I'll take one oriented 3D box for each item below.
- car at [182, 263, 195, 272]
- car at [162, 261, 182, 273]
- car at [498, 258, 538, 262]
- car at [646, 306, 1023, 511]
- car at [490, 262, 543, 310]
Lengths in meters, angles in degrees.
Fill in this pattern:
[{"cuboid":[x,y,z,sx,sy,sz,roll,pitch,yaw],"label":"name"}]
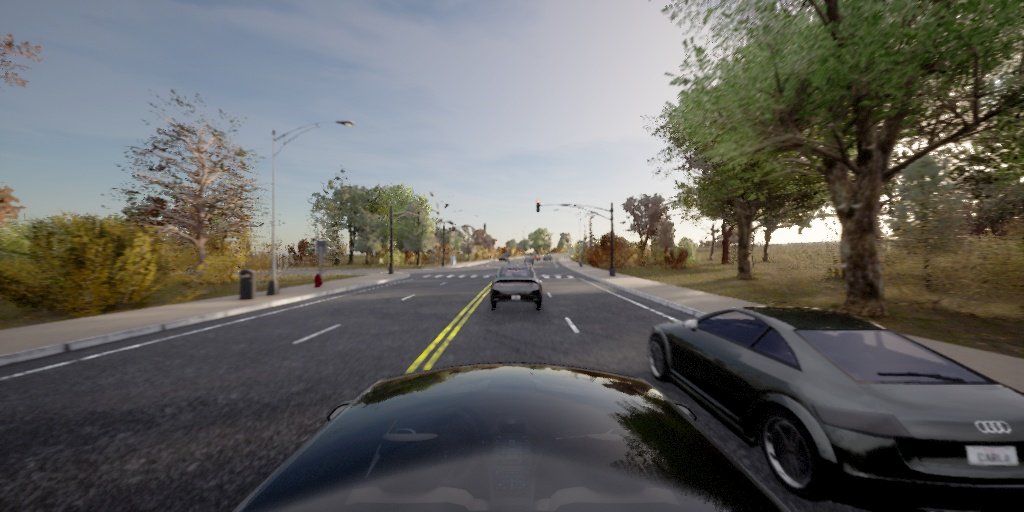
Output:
[{"cuboid":[-41.372,1.282,45.120,4.674,1.442,1.812,0,0,11],"label":"car"},{"cuboid":[-41.959,1.231,41.917,5.008,1.535,1.882,0,0,11],"label":"car"},{"cuboid":[0.363,1.074,23.157,2.128,1.511,4.902,0,0,2],"label":"car"},{"cuboid":[3.251,1.297,4.426,1.994,1.385,4.181,0,0,0],"label":"car"},{"cuboid":[0.172,1.143,14.234,2.128,1.511,4.902,0,0,1],"label":"car"}]
